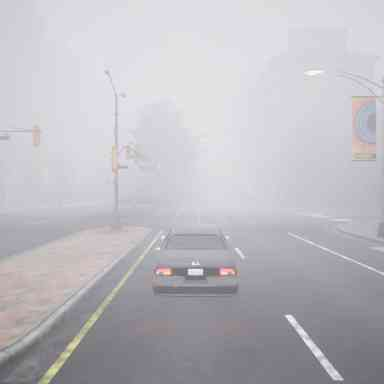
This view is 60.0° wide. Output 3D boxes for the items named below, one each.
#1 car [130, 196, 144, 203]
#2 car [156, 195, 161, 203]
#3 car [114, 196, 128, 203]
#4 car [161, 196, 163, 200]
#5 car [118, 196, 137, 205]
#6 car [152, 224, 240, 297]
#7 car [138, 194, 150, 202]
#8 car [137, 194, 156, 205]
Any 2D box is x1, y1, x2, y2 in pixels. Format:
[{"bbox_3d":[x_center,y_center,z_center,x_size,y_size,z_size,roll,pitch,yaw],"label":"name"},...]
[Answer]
[{"bbox_3d":[-11.431,1.525,69.515,2.128,1.511,4.902,0,0,0],"label":"car"},{"bbox_3d":[-7.951,1.525,67.428,1.812,1.442,4.674,0,0,1],"label":"car"},{"bbox_3d":[-14.680,1.594,69.396,1.895,1.301,4.718,0,0,0],"label":"car"},{"bbox_3d":[-7.922,1.500,77.757,1.837,1.490,4.892,0,0,0],"label":"car"},{"bbox_3d":[-11.509,1.491,59.594,2.128,1.511,4.902,0,0,0],"label":"car"},{"bbox_3d":[0.083,1.547,8.752,2.033,1.411,5.357,0,0,0],"label":"car"},{"bbox_3d":[-11.421,1.355,79.526,2.097,1.767,4.553,0,0,0],"label":"car"},{"bbox_3d":[-8.014,1.564,58.910,1.994,1.385,4.181,0,0,1],"label":"car"}]
